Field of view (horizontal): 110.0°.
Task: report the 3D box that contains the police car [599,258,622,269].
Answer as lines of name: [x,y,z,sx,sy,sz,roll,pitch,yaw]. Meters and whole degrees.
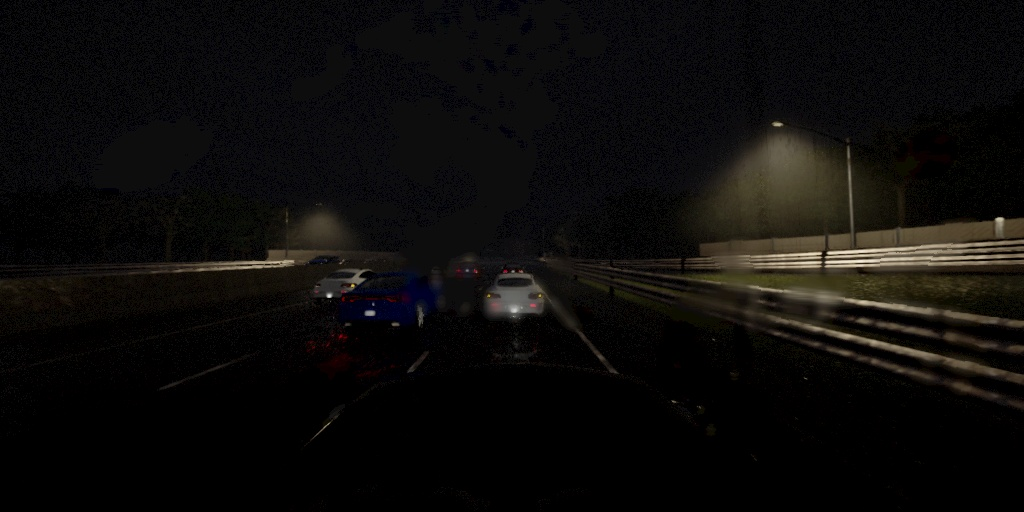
police car: [12.834,1.064,48.946,2.038,1.542,4.974,0,0,-19]

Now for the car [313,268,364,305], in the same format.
car: [-6.893,1.255,15.858,1.812,1.442,4.674,0,0,0]

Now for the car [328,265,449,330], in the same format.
car: [-3.404,1.214,11.071,1.882,1.535,5.008,0,0,0]

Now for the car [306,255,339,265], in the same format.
car: [-24.537,0.902,47.047,2.150,2.045,5.566,0,0,0]

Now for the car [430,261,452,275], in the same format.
car: [-6.914,1.198,34.873,1.837,1.490,4.892,0,0,0]

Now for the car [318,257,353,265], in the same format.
car: [-21.067,1.172,43.886,2.128,1.511,4.902,0,0,1]

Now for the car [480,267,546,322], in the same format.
car: [0.095,1.261,12.155,1.812,1.442,4.674,0,0,0]

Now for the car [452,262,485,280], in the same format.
car: [-3.412,1.249,30.461,2.033,1.411,5.357,0,0,0]

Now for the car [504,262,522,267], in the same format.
car: [0.088,1.249,30.404,2.033,1.411,5.357,0,0,0]
